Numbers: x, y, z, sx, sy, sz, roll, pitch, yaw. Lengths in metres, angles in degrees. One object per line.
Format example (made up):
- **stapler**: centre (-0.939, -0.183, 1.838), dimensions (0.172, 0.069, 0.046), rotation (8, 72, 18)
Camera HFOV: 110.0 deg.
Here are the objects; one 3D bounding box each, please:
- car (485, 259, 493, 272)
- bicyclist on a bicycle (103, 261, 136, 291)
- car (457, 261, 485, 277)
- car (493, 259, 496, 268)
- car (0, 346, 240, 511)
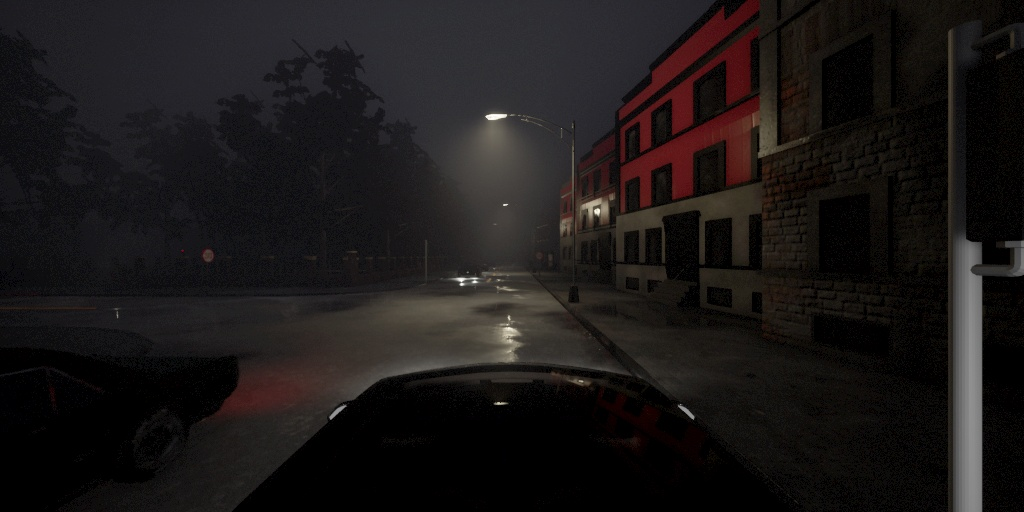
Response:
- **car**: centre (-3.994, 1.297, 46.528), dimensions (2.033, 1.411, 5.357), rotation (0, 0, 0)
- **bicyclist on a bicycle**: centre (-21.808, 1.099, 19.947), dimensions (0.582, 1.620, 1.656), rotation (0, 0, 0)
- **car**: centre (-4.024, 1.314, 34.662), dimensions (1.994, 1.385, 4.181), rotation (0, 0, 0)
- **car**: centre (-3.858, 1.232, 63.485), dimensions (1.882, 1.535, 5.008), rotation (0, 0, 0)
- **car**: centre (-4.100, 1.351, 1.908), dimensions (1.895, 1.301, 4.718), rotation (0, 0, 0)
